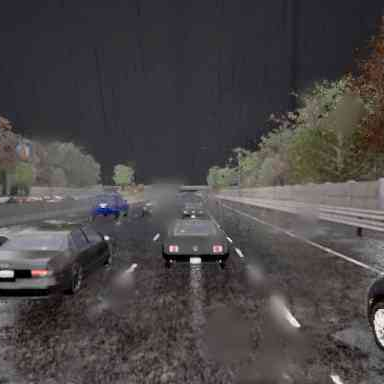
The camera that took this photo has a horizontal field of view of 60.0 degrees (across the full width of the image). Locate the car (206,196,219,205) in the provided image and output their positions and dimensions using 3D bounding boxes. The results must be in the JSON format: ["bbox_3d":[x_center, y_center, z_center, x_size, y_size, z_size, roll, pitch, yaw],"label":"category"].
[{"bbox_3d":[3.496,1.459,57.763,1.812,1.442,4.674,0,0,0],"label":"car"}]

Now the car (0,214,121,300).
[{"bbox_3d":[-3.401,1.542,8.590,2.033,1.411,5.357,0,0,0],"label":"car"}]

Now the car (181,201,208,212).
[{"bbox_3d":[0.101,1.591,27.833,1.895,1.301,4.718,0,0,0],"label":"car"}]

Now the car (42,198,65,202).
[{"bbox_3d":[-21.054,1.593,52.073,1.895,1.301,4.718,0,0,1],"label":"car"}]

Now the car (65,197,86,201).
[{"bbox_3d":[-17.558,1.484,52.435,2.128,1.511,4.902,0,0,1],"label":"car"}]

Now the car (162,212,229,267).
[{"bbox_3d":[0.102,1.594,11.363,1.895,1.301,4.718,0,0,0],"label":"car"}]

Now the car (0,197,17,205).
[{"bbox_3d":[-28.053,1.518,50.265,1.812,1.442,4.674,0,0,0],"label":"car"}]

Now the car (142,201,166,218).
[{"bbox_3d":[-3.403,1.516,30.353,1.812,1.442,4.674,0,0,0],"label":"car"}]

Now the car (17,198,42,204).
[{"bbox_3d":[-24.553,1.593,51.497,1.895,1.301,4.718,0,0,1],"label":"car"}]

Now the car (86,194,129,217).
[{"bbox_3d":[-6.904,1.212,28.517,2.150,2.045,5.566,0,0,0],"label":"car"}]

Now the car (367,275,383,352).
[{"bbox_3d":[3.535,1.427,3.105,1.837,1.490,4.892,0,0,1],"label":"car"}]
